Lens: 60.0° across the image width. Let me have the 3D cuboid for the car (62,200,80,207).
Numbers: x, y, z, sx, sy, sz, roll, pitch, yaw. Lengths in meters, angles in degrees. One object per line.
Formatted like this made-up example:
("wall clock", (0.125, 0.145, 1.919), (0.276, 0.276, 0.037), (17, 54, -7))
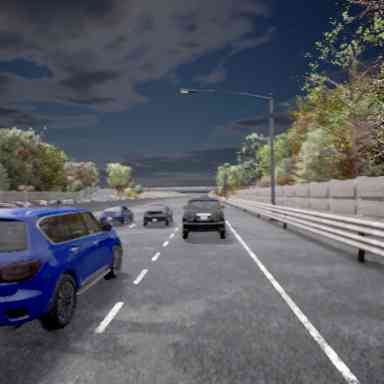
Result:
("car", (-25.517, 2.423, 70.335), (1.994, 1.385, 4.181), (-1, -1, 2))

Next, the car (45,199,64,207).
("car", (-29.016, 2.403, 70.459), (1.882, 1.535, 5.008), (-1, -1, 2))

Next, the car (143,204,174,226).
("car", (-2.498, 1.704, 25.399), (1.837, 1.490, 4.892), (-1, 0, 2))

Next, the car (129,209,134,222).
("car", (-5.957, 1.787, 26.650), (1.812, 1.442, 4.674), (-1, 0, 2))

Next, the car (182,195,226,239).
("car", (0.650, 1.327, 18.333), (2.150, 2.045, 5.566), (-1, 0, 2))

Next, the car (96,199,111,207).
("car", (-18.523, 2.284, 70.088), (1.812, 1.442, 4.674), (-1, -1, 2))

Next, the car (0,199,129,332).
("car", (-3.146, 1.316, 7.230), (2.150, 2.045, 5.566), (-1, 0, 2))

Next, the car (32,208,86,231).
("car", (-9.536, 1.902, 24.307), (1.895, 1.301, 4.718), (-1, 0, 2))

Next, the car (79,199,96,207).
("car", (-22.020, 2.339, 70.211), (1.812, 1.442, 4.674), (-1, -1, 2))

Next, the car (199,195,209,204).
("car", (2.727, 1.743, 76.949), (2.150, 2.045, 5.566), (-1, -1, 2))
